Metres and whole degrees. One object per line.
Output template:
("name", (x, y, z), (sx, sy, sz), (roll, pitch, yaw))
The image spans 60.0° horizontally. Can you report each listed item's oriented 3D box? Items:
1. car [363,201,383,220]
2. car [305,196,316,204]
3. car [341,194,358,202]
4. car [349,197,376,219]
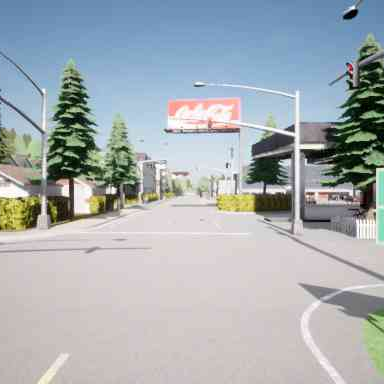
("car", (18.668, 1.672, 30.638), (4.611, 1.667, 2.242), (0, 0, 0))
("car", (22.445, 1.552, 64.038), (1.970, 1.475, 3.806), (0, 0, 0))
("car", (34.842, 1.489, 71.841), (2.007, 1.523, 4.514), (0, 0, 0))
("car", (14.346, 1.505, 24.964), (3.866, 1.878, 1.905), (0, 0, 0))
